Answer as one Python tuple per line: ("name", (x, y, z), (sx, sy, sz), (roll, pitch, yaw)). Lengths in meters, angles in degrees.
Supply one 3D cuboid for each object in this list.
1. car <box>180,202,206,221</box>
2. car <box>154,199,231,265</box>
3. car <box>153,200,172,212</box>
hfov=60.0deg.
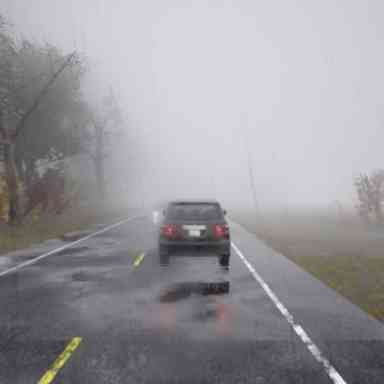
("car", (0.073, 1.605, 28.282), (1.994, 1.385, 4.181), (0, 0, 0))
("car", (0.081, 1.239, 11.855), (2.150, 2.045, 5.566), (0, 0, 0))
("car", (-3.614, 1.656, 41.512), (1.895, 1.301, 4.718), (0, 0, 0))
